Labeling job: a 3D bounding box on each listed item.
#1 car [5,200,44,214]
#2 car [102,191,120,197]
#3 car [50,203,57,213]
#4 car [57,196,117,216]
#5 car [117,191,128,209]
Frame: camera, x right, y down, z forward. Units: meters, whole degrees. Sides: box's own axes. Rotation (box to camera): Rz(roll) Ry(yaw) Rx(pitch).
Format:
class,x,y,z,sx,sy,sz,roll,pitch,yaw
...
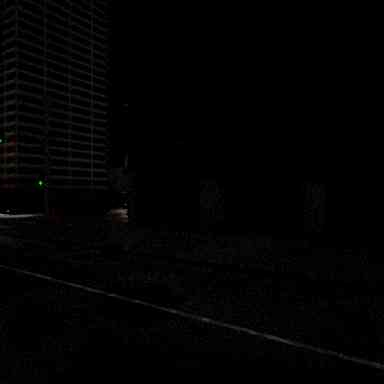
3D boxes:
class,x,y,z,sx,sy,sz,roll,pitch,yaw
car,-17.074,1.547,35.855,2.033,1.411,5.357,0,0,35
car,-10.946,1.221,44.578,2.150,2.045,5.566,0,0,35
car,-12.762,1.491,35.904,2.128,1.511,4.902,0,0,35
car,-10.279,1.491,33.005,2.128,1.511,4.902,0,0,35
car,-6.798,1.221,44.384,2.150,2.045,5.566,0,0,36
